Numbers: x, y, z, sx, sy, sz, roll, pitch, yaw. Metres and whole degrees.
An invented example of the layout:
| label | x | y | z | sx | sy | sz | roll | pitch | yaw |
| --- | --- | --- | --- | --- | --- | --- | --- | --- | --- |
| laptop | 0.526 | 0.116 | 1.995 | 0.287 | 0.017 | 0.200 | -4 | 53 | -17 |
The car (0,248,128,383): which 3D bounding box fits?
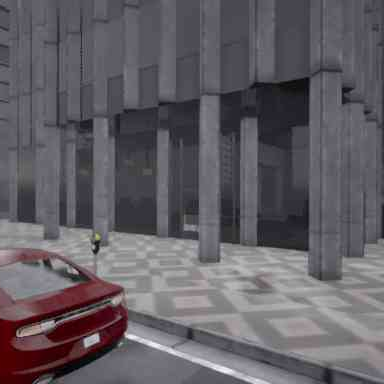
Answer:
| label | x | y | z | sx | sy | sz | roll | pitch | yaw |
| --- | --- | --- | --- | --- | --- | --- | --- | --- | --- |
| car | -2.951 | 1.544 | 5.065 | 4.507 | 1.381 | 1.887 | 0 | 0 | 36 |
